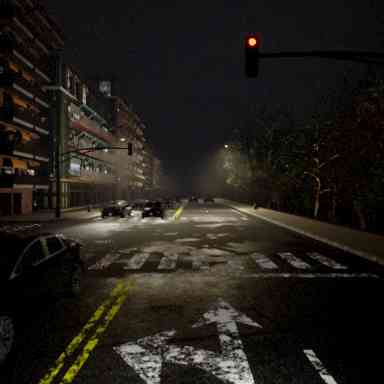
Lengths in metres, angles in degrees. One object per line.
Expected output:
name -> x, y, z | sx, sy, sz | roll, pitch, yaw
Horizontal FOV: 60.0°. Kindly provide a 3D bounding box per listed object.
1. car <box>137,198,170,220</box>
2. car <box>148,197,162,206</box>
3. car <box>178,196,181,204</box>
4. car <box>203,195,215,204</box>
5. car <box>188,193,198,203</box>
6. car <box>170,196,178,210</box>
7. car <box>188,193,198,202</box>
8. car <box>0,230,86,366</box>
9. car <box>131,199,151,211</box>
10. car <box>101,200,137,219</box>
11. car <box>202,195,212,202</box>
car -> -3.257, 1.518, 28.927 | 1.837, 1.490, 4.892 | 0, 0, 0
car -> -6.398, 1.615, 57.671 | 1.895, 1.301, 4.718 | 0, 0, 0
car -> -3.092, 1.524, 63.385 | 1.837, 1.490, 4.892 | 0, 0, 1
car -> 3.464, 1.525, 66.049 | 1.837, 1.490, 4.892 | 0, 0, 0
car -> 0.316, 1.512, 66.466 | 2.128, 1.511, 4.902 | 0, 0, 0
car -> -3.211, 1.511, 42.793 | 1.837, 1.490, 4.892 | 0, 0, 0
car -> 0.249, 1.253, 76.556 | 2.150, 2.045, 5.566 | 0, 0, 0
car -> -3.335, 1.491, 5.715 | 2.128, 1.511, 4.902 | 0, 0, 0
car -> -6.463, 1.608, 42.678 | 1.895, 1.301, 4.718 | 0, 0, 0
car -> -6.503, 1.504, 28.958 | 2.128, 1.511, 4.902 | 0, 0, 0
car -> 3.498, 1.498, 76.468 | 2.033, 1.411, 5.357 | 0, 0, 0
